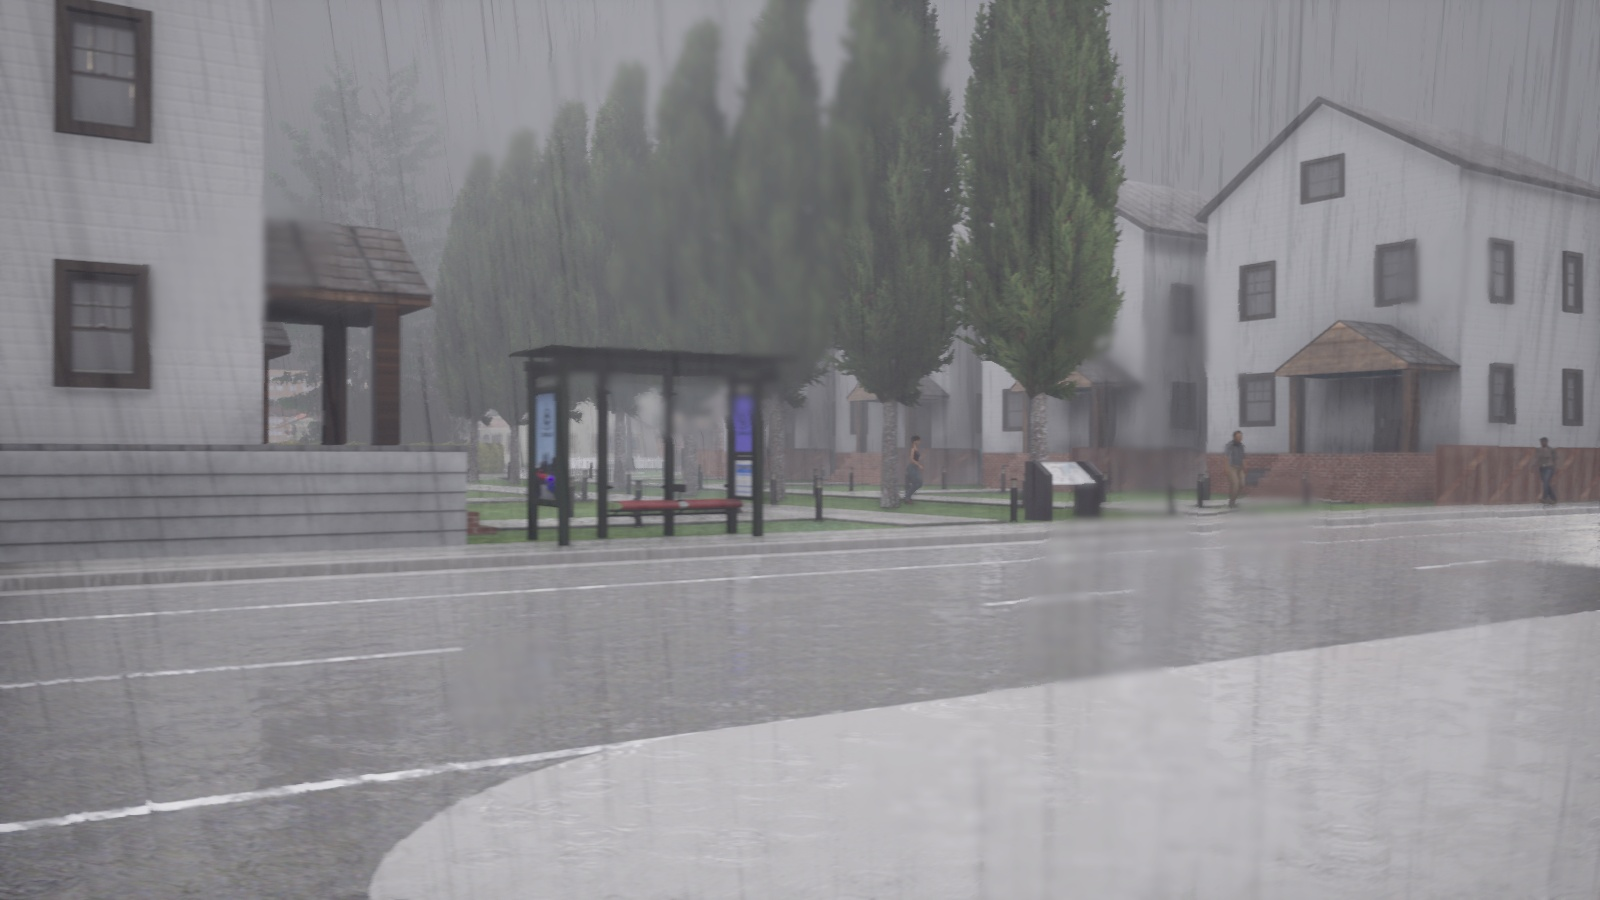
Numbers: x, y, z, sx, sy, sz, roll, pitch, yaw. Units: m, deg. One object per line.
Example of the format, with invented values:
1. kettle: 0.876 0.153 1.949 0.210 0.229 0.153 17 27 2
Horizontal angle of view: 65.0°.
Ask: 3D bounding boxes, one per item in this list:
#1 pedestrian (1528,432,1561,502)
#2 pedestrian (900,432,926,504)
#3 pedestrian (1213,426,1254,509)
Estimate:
1. pedestrian: 19.537 0.437 32.969 0.869 1.805 0.328 0 0 -27
2. pedestrian: 2.925 0.462 32.598 0.594 1.836 0.345 0 0 21
3. pedestrian: 9.784 0.396 28.359 0.540 1.848 0.694 0 0 -23
